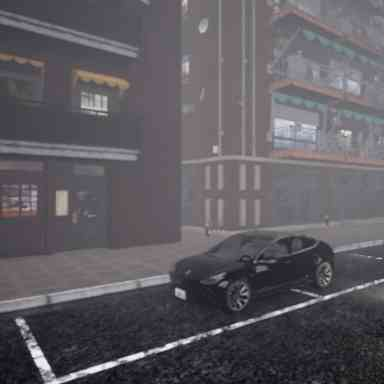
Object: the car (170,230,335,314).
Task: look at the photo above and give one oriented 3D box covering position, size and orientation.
[{"bbox_3d":[1.552,1.590,7.669,4.313,1.339,1.947,0,0,-35],"label":"car"}]
